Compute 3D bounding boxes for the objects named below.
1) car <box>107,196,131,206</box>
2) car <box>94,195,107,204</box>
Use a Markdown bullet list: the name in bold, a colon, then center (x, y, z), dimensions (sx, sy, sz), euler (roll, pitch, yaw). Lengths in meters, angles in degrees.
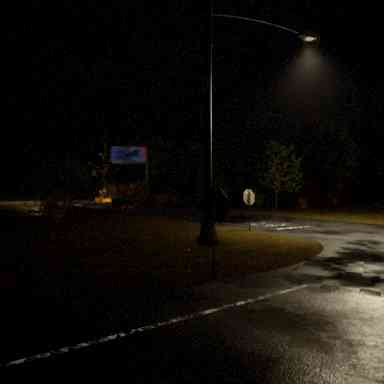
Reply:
- **car**: center (-11.535, 1.387, 53.802), dimensions (1.882, 1.535, 5.008), euler (0, 0, -33)
- **car**: center (-16.329, 1.371, 60.906), dimensions (1.882, 1.535, 5.008), euler (0, 0, -34)
